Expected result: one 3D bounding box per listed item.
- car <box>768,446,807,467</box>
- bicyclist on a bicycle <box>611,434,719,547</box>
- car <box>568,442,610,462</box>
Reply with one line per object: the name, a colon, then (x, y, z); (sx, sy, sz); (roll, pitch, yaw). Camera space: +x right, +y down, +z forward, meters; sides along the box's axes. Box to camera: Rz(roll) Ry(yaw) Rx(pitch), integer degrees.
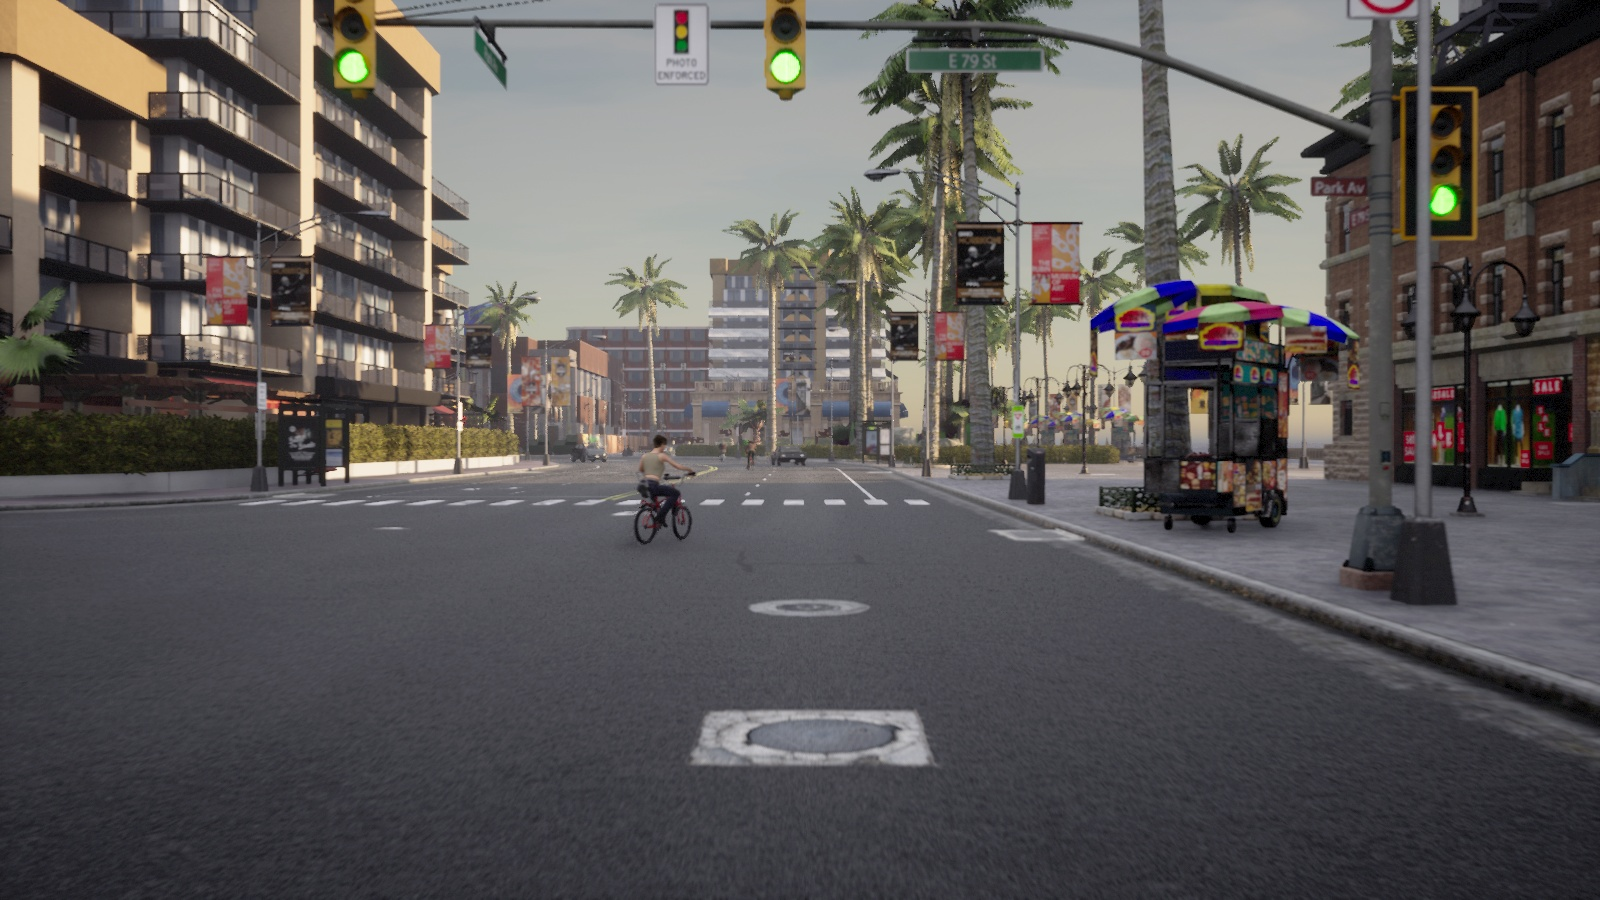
car: (-0.833, 0.385, 82.074); (1.895, 1.301, 4.718); (0, 0, -9)
bicyclist on a bicycle: (-1.990, 0.576, 18.700); (0.866, 1.612, 1.509); (-1, 0, 28)
car: (-16.199, 0.139, 96.293); (2.007, 1.525, 4.514); (0, 0, -26)
